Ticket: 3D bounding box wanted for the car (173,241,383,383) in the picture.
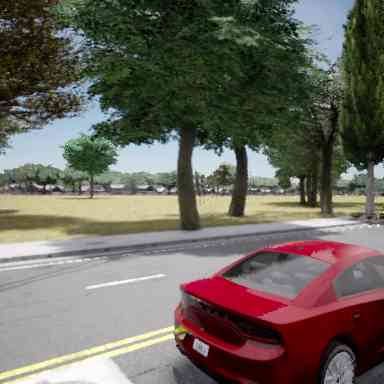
[{"bbox_3d":[2.107,1.479,4.943,5.008,1.535,1.882,0,0,-36],"label":"car"}]
